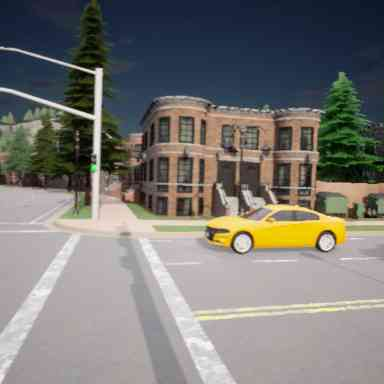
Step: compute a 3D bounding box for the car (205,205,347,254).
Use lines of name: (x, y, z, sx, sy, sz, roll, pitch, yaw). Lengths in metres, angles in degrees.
car: (2.956, 1.213, 11.777, 5.008, 1.535, 1.882, 2, 2, -14)
